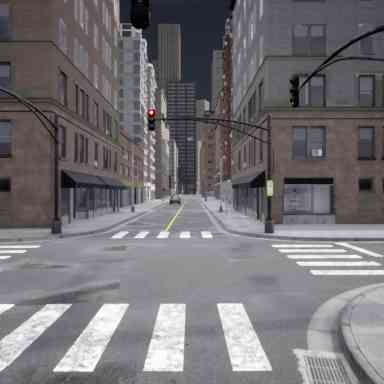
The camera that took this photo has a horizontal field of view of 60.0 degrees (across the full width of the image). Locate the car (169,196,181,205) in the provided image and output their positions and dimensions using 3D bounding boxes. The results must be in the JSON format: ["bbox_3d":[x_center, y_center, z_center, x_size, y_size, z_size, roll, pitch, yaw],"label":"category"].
[{"bbox_3d":[-2.987,1.457,59.698,1.882,1.535,5.008,0,0,0],"label":"car"}]
